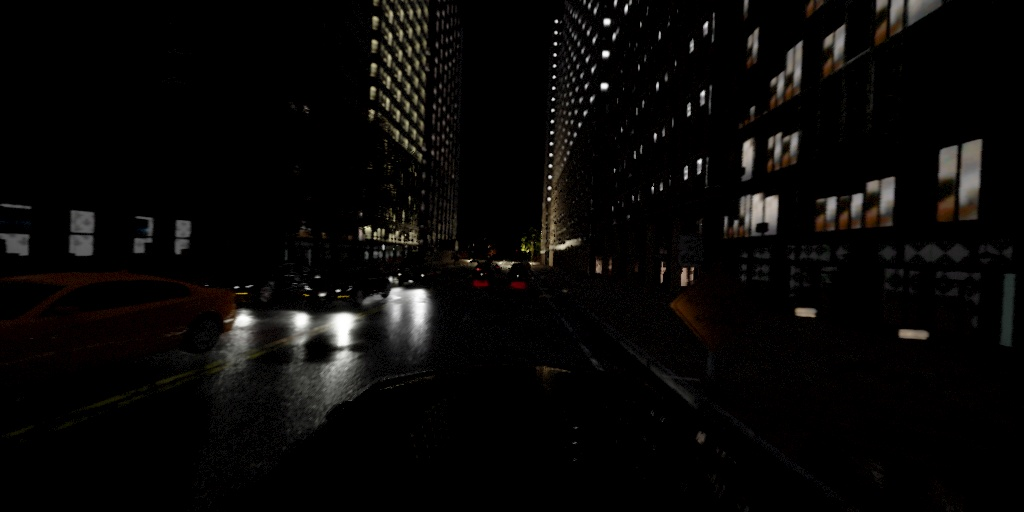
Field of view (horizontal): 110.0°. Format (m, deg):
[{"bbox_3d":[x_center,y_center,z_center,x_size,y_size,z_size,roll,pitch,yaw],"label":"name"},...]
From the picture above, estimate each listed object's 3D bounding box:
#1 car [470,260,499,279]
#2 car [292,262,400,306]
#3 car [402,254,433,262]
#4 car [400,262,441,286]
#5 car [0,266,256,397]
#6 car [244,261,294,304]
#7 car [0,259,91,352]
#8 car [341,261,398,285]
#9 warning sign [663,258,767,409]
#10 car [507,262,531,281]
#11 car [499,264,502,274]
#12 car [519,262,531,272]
[{"bbox_3d":[-2.644,1.400,34.664,1.837,1.490,4.892,2,0,1],"label":"car"},{"bbox_3d":[-6.417,1.090,14.635,1.837,1.490,4.892,2,0,1],"label":"car"},{"bbox_3d":[-9.217,0.847,34.920,2.150,2.045,5.566,2,0,2],"label":"car"},{"bbox_3d":[-6.230,1.269,24.433,1.895,1.301,4.718,2,0,1],"label":"car"},{"bbox_3d":[-6.591,0.983,5.225,1.882,1.535,5.008,2,0,1],"label":"car"},{"bbox_3d":[-9.669,0.954,14.339,1.837,1.490,4.892,2,0,1],"label":"car"},{"bbox_3d":[-9.842,0.848,5.031,1.882,1.535,5.008,2,0,1],"label":"car"},{"bbox_3d":[-9.475,1.097,24.232,1.994,1.385,4.181,2,0,2],"label":"car"},{"bbox_3d":[2.828,1.007,5.135,1.300,1.860,1.060,0,0,1],"label":"warning sign"},{"bbox_3d":[0.598,1.532,34.561,1.837,1.490,4.892,2,0,2],"label":"car"},{"bbox_3d":[-2.449,1.556,46.747,1.994,1.385,4.181,2,0,2],"label":"car"},{"bbox_3d":[2.165,1.756,60.171,1.882,1.535,5.008,2,0,1],"label":"car"}]
